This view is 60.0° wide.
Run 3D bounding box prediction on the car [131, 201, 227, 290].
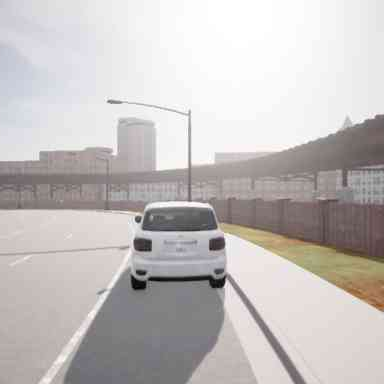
[{"bbox_3d":[-0.451,1.276,9.412,2.150,2.045,5.566,0,-1,-5],"label":"car"}]
